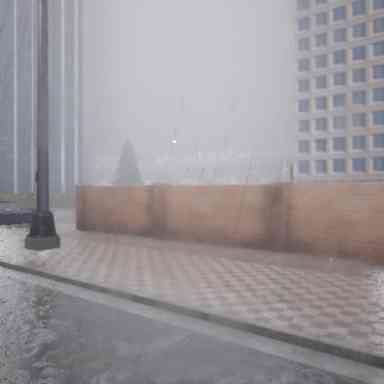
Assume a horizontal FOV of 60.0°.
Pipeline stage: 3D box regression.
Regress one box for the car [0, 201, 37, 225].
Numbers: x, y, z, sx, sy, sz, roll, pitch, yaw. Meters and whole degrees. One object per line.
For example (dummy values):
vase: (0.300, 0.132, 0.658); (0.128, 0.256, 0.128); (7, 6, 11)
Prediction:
car: (-11.963, 1.348, 21.554); (2.097, 1.767, 4.553); (0, 0, 33)
